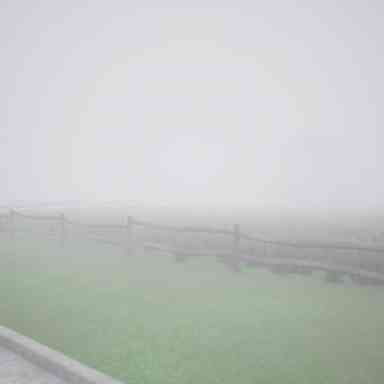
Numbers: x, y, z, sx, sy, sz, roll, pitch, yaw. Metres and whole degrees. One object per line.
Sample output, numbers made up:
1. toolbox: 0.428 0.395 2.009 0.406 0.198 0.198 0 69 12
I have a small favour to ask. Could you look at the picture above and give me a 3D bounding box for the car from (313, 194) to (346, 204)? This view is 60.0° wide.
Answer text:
1. car: 21.086 1.221 51.020 4.605 1.855 1.932 0 0 35
